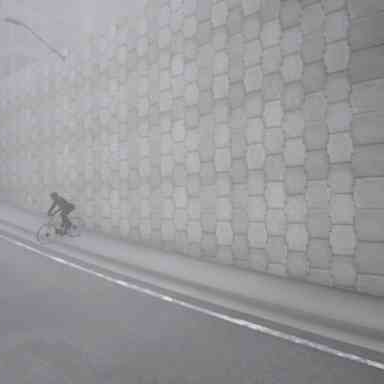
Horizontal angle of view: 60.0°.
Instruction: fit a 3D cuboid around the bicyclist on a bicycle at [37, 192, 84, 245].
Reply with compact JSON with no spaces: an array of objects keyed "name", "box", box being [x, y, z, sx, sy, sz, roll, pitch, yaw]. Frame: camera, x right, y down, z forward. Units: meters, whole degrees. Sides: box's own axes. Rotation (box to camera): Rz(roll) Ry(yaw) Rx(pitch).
[{"name":"bicyclist on a bicycle","box":[-4.181,0.785,10.581,0.582,1.620,1.656,7,13,38]}]
